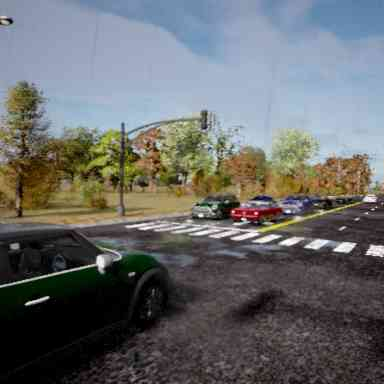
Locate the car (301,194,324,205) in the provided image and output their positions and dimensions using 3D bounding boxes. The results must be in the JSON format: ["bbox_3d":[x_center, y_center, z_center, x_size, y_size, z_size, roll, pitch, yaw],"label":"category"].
[{"bbox_3d":[17.619,1.036,48.383,2.033,1.411,5.357,2,1,33],"label":"car"}]

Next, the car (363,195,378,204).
[{"bbox_3d":[29.388,1.179,54.777,1.812,1.442,4.674,2,1,32],"label":"car"}]

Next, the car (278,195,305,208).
[{"bbox_3d":[11.878,1.083,39.457,1.994,1.385,4.181,2,1,32],"label":"car"}]

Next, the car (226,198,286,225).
[{"bbox_3d":[4.233,1.284,21.372,1.895,1.301,4.718,2,1,32],"label":"car"}]

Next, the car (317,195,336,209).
[{"bbox_3d":[14.507,1.183,37.524,1.994,1.385,4.181,2,1,33],"label":"car"}]

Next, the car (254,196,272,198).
[{"bbox_3d":[6.536,1.077,31.056,1.812,1.442,4.674,2,1,32],"label":"car"}]

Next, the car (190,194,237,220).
[{"bbox_3d":[1.796,0.934,23.578,2.097,1.767,4.553,2,1,32],"label":"car"}]

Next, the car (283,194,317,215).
[{"bbox_3d":[9.075,1.004,28.982,2.097,1.767,4.553,2,1,32],"label":"car"}]

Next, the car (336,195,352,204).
[{"bbox_3d":[23.388,1.172,51.392,1.895,1.301,4.718,2,1,32],"label":"car"}]

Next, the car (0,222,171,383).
[{"bbox_3d":[-2.212,1.193,4.513,2.097,1.767,4.553,2,1,31],"label":"car"}]
